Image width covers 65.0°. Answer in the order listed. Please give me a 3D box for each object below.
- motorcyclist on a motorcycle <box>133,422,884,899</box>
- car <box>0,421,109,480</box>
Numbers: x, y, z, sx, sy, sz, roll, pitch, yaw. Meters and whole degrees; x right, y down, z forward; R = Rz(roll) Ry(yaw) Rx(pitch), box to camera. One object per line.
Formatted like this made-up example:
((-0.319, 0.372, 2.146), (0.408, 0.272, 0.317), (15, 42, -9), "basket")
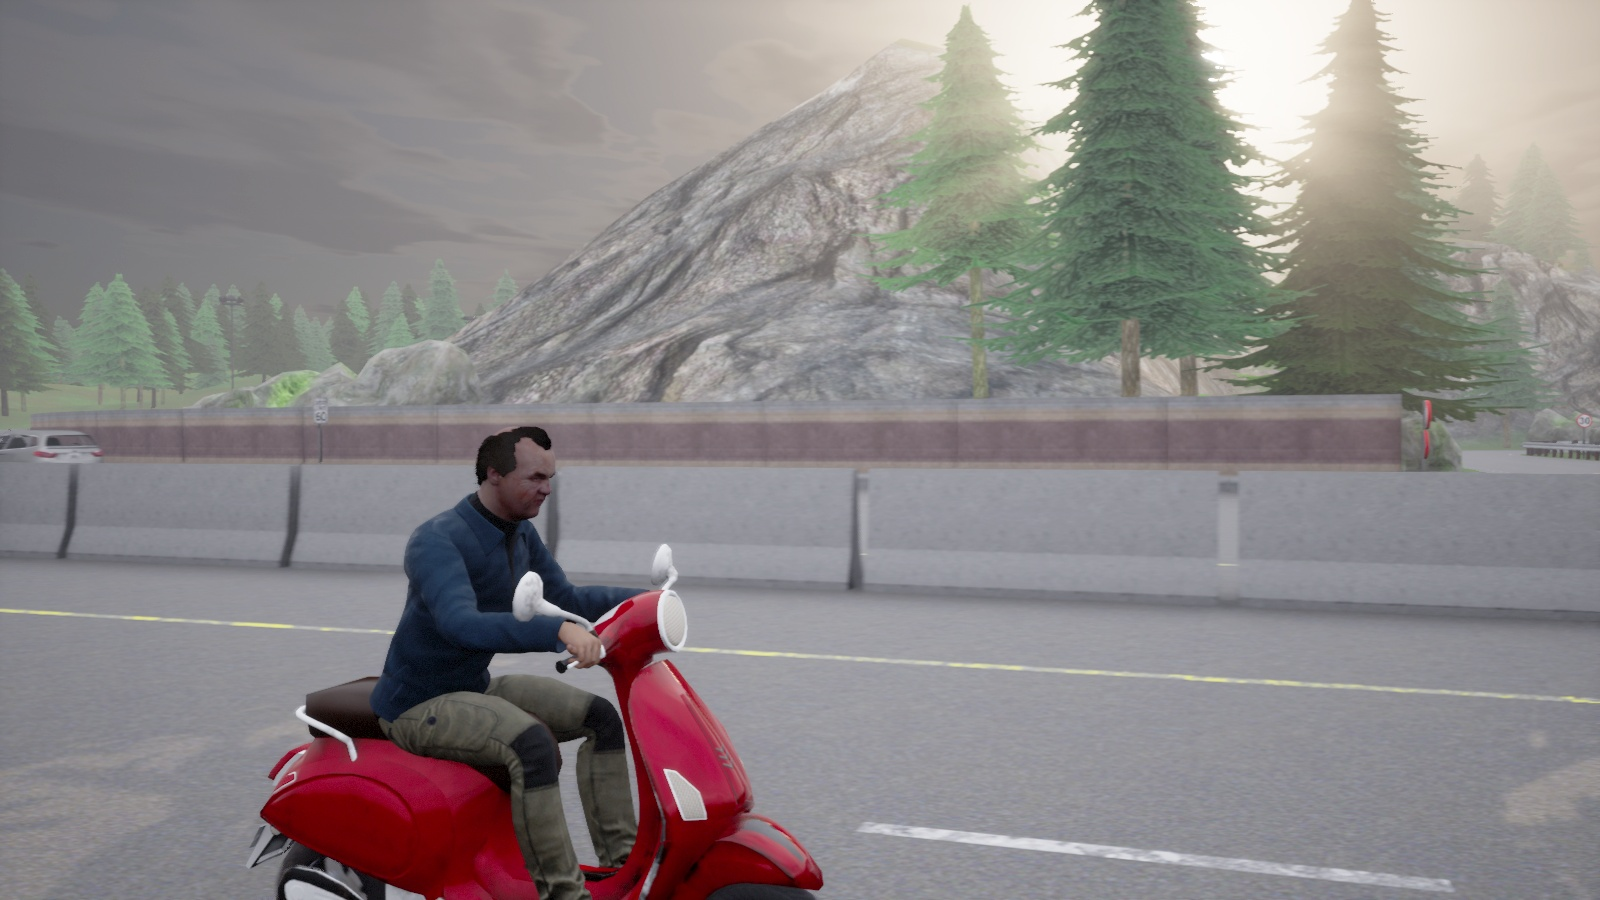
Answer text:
((-0.765, 0.722, 3.450), (1.817, 1.590, 0.866), (1, 1, 19), "motorcyclist on a motorcycle")
((-23.172, -0.020, 37.603), (4.611, 1.667, 2.242), (1, 1, 29), "car")
